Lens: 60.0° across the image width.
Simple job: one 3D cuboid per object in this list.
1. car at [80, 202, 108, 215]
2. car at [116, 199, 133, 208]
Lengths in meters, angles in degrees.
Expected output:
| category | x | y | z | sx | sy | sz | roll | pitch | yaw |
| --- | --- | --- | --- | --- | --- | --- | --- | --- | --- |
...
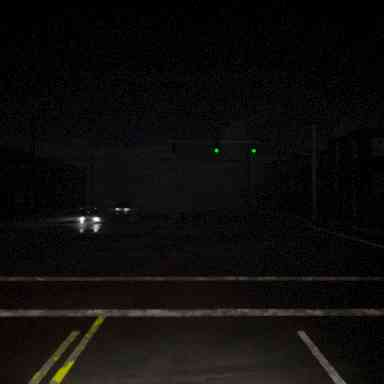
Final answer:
| category | x | y | z | sx | sy | sz | roll | pitch | yaw |
| --- | --- | --- | --- | --- | --- | --- | --- | --- | --- |
| car | -10.580 | 1.769 | 36.158 | 1.895 | 1.301 | 4.718 | 0 | 0 | -1 |
| car | -10.546 | 1.792 | 52.499 | 2.033 | 1.411 | 5.357 | 0 | 0 | 1 |
